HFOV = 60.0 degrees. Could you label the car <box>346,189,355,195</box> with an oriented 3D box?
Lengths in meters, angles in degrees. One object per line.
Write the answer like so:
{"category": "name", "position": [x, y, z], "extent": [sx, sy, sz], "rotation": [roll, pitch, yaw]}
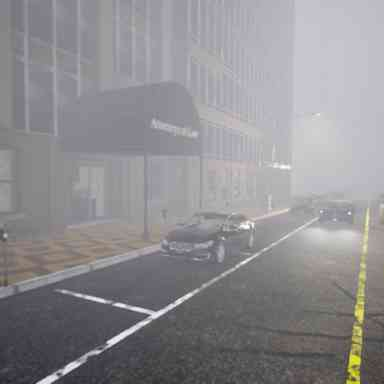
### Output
{"category": "car", "position": [38.260, -0.095, 80.340], "extent": [1.752, 1.417, 4.829], "rotation": [1, 1, 28]}

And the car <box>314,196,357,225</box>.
{"category": "car", "position": [9.021, 1.192, 20.462], "extent": [1.895, 1.301, 4.718], "rotation": [2, 2, 28]}

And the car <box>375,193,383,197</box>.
{"category": "car", "position": [20.633, 0.879, 35.319], "extent": [1.837, 1.490, 4.892], "rotation": [2, 2, 28]}

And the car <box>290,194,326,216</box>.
{"category": "car", "position": [8.779, 1.015, 25.526], "extent": [1.947, 1.339, 4.313], "rotation": [1, 1, 28]}

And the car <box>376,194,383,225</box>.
{"category": "car", "position": [12.472, 1.134, 20.146], "extent": [1.882, 1.535, 5.008], "rotation": [2, 2, 28]}

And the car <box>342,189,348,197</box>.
{"category": "car", "position": [22.216, 0.559, 50.510], "extent": [1.802, 1.307, 4.206], "rotation": [1, 1, 28]}

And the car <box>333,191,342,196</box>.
{"category": "car", "position": [16.760, 0.696, 40.365], "extent": [1.752, 1.417, 4.829], "rotation": [1, 1, 28]}

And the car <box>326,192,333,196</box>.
{"category": "car", "position": [11.466, 0.922, 30.523], "extent": [1.947, 1.339, 4.313], "rotation": [1, 1, 28]}

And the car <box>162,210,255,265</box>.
{"category": "car", "position": [0.717, 1.272, 10.535], "extent": [2.008, 1.369, 4.403], "rotation": [1, 1, 28]}

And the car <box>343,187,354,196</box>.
{"category": "car", "position": [32.966, -0.104, 70.492], "extent": [2.192, 1.841, 5.009], "rotation": [1, 1, 28]}
